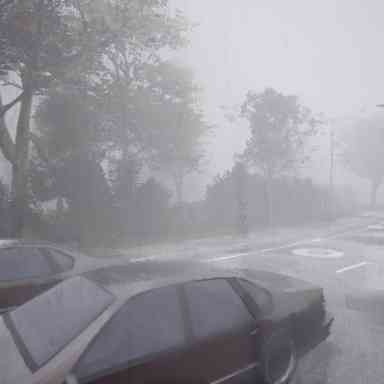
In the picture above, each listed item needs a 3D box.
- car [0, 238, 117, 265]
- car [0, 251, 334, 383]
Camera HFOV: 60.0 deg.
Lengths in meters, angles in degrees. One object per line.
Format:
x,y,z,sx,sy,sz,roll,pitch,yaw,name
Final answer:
-3.635,1.572,5.766,5.357,1.411,2.033,0,0,-36,car
-0.590,1.560,3.679,5.357,1.411,2.033,0,0,-37,car
